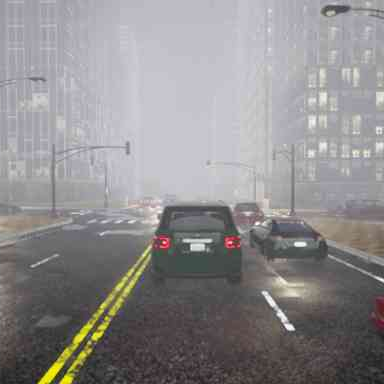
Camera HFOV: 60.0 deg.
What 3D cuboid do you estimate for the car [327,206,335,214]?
[{"bbox_3d":[16.919,1.780,36.005,4.181,1.385,1.994,0,1,1],"label":"car"}]

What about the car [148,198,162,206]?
[{"bbox_3d":[-6.472,1.719,58.774,1.895,1.301,4.718,0,0,0],"label":"car"}]

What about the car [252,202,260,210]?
[{"bbox_3d":[3.528,1.402,22.424,2.097,1.767,4.553,0,0,3],"label":"car"}]

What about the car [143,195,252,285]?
[{"bbox_3d":[0.118,1.246,9.695,2.150,2.045,5.566,0,0,0],"label":"car"}]

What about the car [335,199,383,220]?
[{"bbox_3d":[16.252,1.603,30.234,5.009,1.841,2.192,1,0,1],"label":"car"}]

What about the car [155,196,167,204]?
[{"bbox_3d":[-6.382,1.611,69.028,1.882,1.535,5.008,0,0,0],"label":"car"}]

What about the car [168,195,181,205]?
[{"bbox_3d":[-3.209,1.474,61.379,2.097,1.767,4.553,0,0,0],"label":"car"}]

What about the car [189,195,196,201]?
[{"bbox_3d":[0.159,1.688,92.720,1.812,1.442,4.674,0,0,0],"label":"car"}]

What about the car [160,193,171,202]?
[{"bbox_3d":[-6.364,1.374,79.599,2.150,2.045,5.566,0,0,0],"label":"car"}]

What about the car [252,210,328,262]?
[{"bbox_3d":[3.369,1.593,12.335,1.994,1.385,4.181,0,0,0],"label":"car"}]

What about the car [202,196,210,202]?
[{"bbox_3d":[3.390,1.668,81.464,1.812,1.442,4.674,0,0,0],"label":"car"}]

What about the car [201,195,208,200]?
[{"bbox_3d":[3.407,1.473,91.464,1.882,1.535,5.008,0,0,0],"label":"car"}]

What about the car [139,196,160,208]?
[{"bbox_3d":[-6.538,1.456,49.785,2.097,1.767,4.553,0,0,1],"label":"car"}]

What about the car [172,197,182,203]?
[{"bbox_3d":[-3.129,1.733,71.432,1.895,1.301,4.718,0,0,0],"label":"car"}]

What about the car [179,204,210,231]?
[{"bbox_3d":[0.058,1.575,21.957,1.812,1.442,4.674,0,0,-2],"label":"car"}]

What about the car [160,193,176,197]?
[{"bbox_3d":[-3.275,1.328,51.569,2.150,2.045,5.566,0,0,-1],"label":"car"}]

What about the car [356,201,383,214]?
[{"bbox_3d":[21.875,1.749,38.511,4.829,1.417,1.752,1,0,1],"label":"car"}]

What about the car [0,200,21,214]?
[{"bbox_3d":[-19.584,1.498,33.475,4.181,1.385,1.994,1,1,1],"label":"car"}]

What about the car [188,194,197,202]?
[{"bbox_3d":[0.142,1.508,83.042,2.097,1.767,4.553,0,0,0],"label":"car"}]

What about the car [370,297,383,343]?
[{"bbox_3d":[3.353,1.607,2.394,1.895,1.301,4.718,0,0,0],"label":"car"}]
